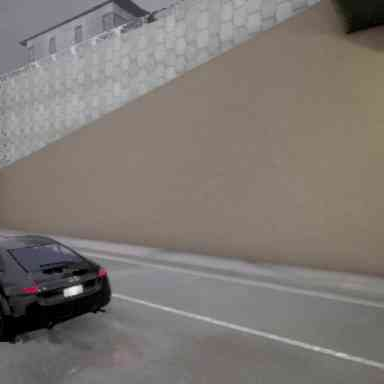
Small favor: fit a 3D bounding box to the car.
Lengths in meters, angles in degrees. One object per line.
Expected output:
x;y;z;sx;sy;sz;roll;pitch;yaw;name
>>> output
-3.545;1.561;6.525;4.181;1.385;1.994;0;0;35;car
